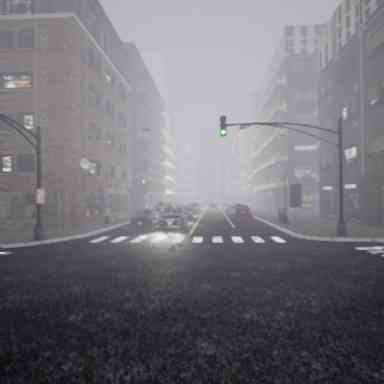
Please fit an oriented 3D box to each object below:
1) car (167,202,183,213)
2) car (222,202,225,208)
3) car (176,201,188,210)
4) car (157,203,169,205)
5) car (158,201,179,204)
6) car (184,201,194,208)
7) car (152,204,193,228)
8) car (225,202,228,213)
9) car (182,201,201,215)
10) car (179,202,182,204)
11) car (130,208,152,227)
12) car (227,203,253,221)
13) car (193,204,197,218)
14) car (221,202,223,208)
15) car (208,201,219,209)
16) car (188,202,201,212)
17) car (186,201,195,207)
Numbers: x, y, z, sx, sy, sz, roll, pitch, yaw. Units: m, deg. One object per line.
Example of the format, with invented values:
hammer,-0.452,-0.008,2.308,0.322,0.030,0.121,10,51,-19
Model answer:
car,-2.490,2.325,50.352,1.967,1.590,4.097,-1,-1,3
car,5.876,2.406,49.842,1.802,1.307,4.206,-1,-1,3
car,-1.797,2.519,61.695,1.967,1.590,4.097,-1,-1,3
car,-3.539,2.121,33.168,1.752,1.417,4.829,-1,-1,3
car,-3.184,2.008,39.012,2.192,1.841,5.009,-1,-1,3
car,-0.758,2.922,78.704,2.008,1.369,4.403,-1,-1,3
car,-1.377,1.950,25.942,2.128,1.511,4.902,0,-1,4
car,5.182,2.072,38.502,1.967,1.590,4.097,-1,-1,3
car,-0.199,2.345,45.179,1.994,1.385,4.181,0,-1,3
car,-2.846,2.312,44.509,1.752,1.417,4.829,-1,-1,3
car,-3.874,2.069,27.665,1.947,1.339,4.313,-1,-1,3
car,4.836,1.977,32.831,1.967,1.590,4.097,-1,-1,3
car,-0.817,2.214,35.221,1.895,1.301,4.718,0,-1,3
car,7.260,2.763,72.526,2.008,1.369,4.403,-1,-1,3
car,4.189,2.602,65.654,2.128,1.511,4.902,0,-1,3
car,0.454,2.428,55.168,1.882,1.535,5.008,0,-1,4
car,-0.412,3.020,84.376,2.008,1.369,4.403,-1,-1,3
